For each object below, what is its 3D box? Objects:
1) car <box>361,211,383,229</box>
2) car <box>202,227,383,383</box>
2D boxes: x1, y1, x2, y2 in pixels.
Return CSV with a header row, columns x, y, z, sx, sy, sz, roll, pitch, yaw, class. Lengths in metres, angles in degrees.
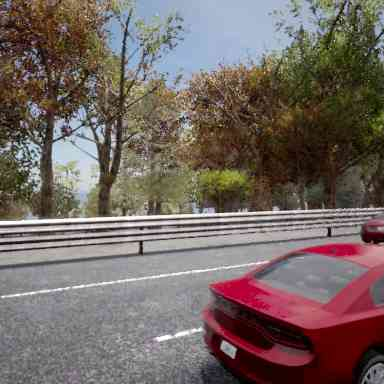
x,y,z,sx,sy,sz,roll,pitch,yaw,class
7.857,1.167,11.600,4.181,1.385,1.994,1,-4,-29,car
2.541,1.482,4.646,5.008,1.535,1.882,0,0,-29,car
